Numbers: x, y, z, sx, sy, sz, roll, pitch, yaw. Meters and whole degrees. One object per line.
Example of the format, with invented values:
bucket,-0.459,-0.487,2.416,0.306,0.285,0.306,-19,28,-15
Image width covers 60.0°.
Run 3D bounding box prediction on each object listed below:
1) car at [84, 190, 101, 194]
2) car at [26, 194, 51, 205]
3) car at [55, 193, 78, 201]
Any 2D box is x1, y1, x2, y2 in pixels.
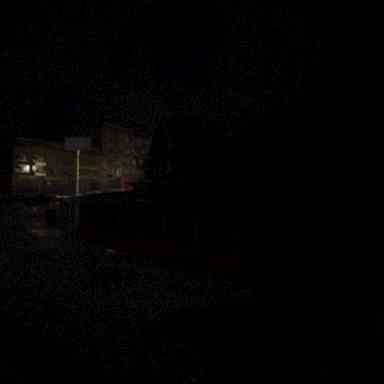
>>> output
car,-19.223,0.365,65.565,2.033,1.411,5.357,2,2,14
car,-20.961,0.959,45.448,1.812,1.442,4.674,2,1,-2
car,-20.768,0.762,55.585,1.895,1.301,4.718,2,2,8
